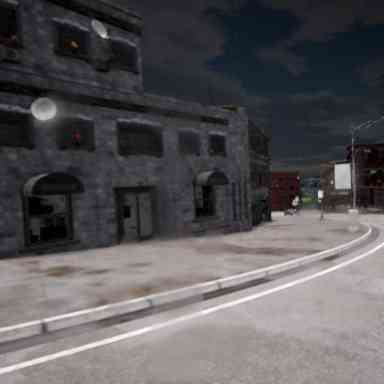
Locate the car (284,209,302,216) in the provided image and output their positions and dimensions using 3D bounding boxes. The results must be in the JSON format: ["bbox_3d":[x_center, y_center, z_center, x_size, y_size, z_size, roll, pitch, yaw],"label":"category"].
[{"bbox_3d":[20.258,4.162,67.314,2.033,1.411,5.357,-3,-3,-6],"label":"car"}]
